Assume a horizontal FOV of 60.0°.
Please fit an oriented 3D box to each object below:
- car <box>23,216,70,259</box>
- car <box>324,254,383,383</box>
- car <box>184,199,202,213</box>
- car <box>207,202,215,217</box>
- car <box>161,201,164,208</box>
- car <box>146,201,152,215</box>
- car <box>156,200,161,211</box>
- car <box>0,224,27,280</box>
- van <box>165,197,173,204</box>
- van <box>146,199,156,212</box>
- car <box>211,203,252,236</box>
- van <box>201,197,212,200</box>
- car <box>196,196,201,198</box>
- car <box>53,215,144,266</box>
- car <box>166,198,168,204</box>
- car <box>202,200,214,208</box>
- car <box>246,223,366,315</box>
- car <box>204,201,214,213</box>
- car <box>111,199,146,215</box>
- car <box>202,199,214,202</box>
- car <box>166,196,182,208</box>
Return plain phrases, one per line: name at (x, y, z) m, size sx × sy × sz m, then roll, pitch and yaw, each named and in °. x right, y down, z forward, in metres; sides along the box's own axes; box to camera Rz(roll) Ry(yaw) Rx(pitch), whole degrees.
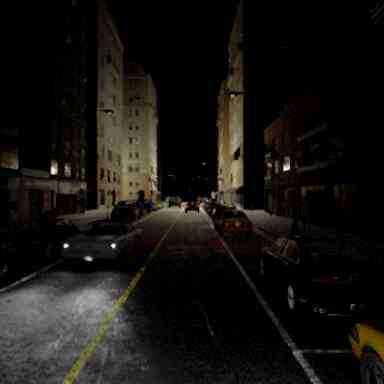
car at (-5.859, 1.684, 13.179) m, size 1.887 × 1.381 × 4.507 m, roll 0°, pitch -1°, yaw 0°
car at (2.667, 1.549, 2.021) m, size 1.752 × 1.417 × 4.829 m, roll 0°, pitch -1°, yaw 0°
car at (0.052, 1.983, 43.789) m, size 1.812 × 1.442 × 4.674 m, roll 0°, pitch -1°, yaw 0°
car at (2.665, 1.883, 30.196) m, size 1.947 × 1.339 × 4.313 m, roll 0°, pitch -1°, yaw 0°
car at (-5.863, 2.067, 52.687) m, size 1.752 × 1.417 × 4.829 m, roll 0°, pitch -1°, yaw 0°
car at (-5.861, 1.925, 35.851) m, size 2.008 × 1.369 × 4.403 m, roll 0°, pitch -1°, yaw 0°
car at (-5.862, 2.013, 47.018) m, size 1.752 × 1.417 × 4.829 m, roll 0°, pitch -1°, yaw 0°
car at (-5.859, 1.646, 7.511) m, size 1.947 × 1.339 × 4.313 m, roll 0°, pitch -1°, yaw 0°
van at (-5.865, 2.189, 85.720) m, size 1.690 × 1.788 × 3.998 m, roll 0°, pitch -1°, yaw 0°
van at (-5.862, 1.774, 41.521) m, size 1.690 × 1.788 × 3.998 m, roll 0°, pitch -1°, yaw 0°
car at (2.349, 1.665, 19.690) m, size 1.801 × 1.575 × 5.366 m, roll 0°, pitch -1°, yaw 0°
van at (2.663, 1.886, 52.875) m, size 1.690 × 1.788 × 3.998 m, roll 0°, pitch -1°, yaw 0°
car at (2.661, 2.289, 85.737) m, size 1.967 × 1.590 × 4.097 m, roll 0°, pitch -1°, yaw 0°
car at (-3.103, 1.731, 12.230) m, size 1.895 × 1.301 × 4.718 m, roll 0°, pitch -1°, yaw 0°
car at (-5.863, 2.147, 58.523) m, size 2.008 × 1.369 × 4.403 m, roll 0°, pitch -1°, yaw 0°
car at (2.664, 1.985, 41.533) m, size 2.008 × 1.369 × 4.403 m, roll 0°, pitch -1°, yaw 0°
car at (2.667, 1.632, 7.520) m, size 2.008 × 1.369 × 4.403 m, roll 0°, pitch -1°, yaw 0°
car at (2.664, 1.942, 35.865) m, size 1.947 × 1.339 × 4.313 m, roll 0°, pitch -1°, yaw 0°
car at (-5.861, 1.631, 30.186) m, size 2.192 × 1.841 × 5.009 m, roll 0°, pitch -1°, yaw 0°
car at (2.664, 2.072, 47.203) m, size 1.802 × 1.307 × 4.206 m, roll 0°, pitch -1°, yaw 0°
car at (-3.006, 1.816, 58.804) m, size 2.150 × 2.045 × 5.566 m, roll 0°, pitch -1°, yaw 0°
